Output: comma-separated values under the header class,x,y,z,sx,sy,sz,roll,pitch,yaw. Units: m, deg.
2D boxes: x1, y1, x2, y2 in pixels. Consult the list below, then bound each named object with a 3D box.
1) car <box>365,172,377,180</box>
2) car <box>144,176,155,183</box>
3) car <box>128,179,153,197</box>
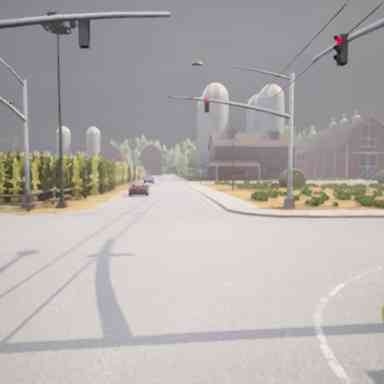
class,x,y,z,sx,sy,sz,roll,pitch,yaw
car,42.182,-3.634,77.911,1.905,1.878,3.866,11,12,41
car,-7.238,-2.052,55.986,1.882,1.535,5.008,0,4,-5
car,-5.026,-0.244,31.924,1.895,1.301,4.718,0,4,-5
